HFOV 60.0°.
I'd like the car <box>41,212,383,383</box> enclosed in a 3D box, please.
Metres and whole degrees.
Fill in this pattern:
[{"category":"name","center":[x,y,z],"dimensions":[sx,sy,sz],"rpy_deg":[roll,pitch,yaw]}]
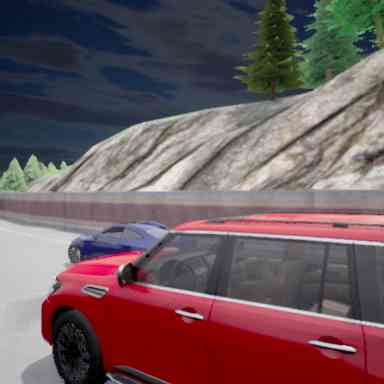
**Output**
[{"category":"car","center":[0.678,1.242,3.583],"dimensions":[5.566,2.045,2.150],"rpy_deg":[0,0,36]}]

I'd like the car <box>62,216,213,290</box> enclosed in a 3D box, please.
[{"category":"car","center":[-1.812,1.592,9.957],"dimensions":[4.674,1.442,1.812],"rpy_deg":[0,0,39]}]
